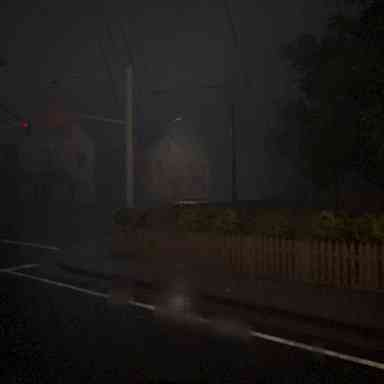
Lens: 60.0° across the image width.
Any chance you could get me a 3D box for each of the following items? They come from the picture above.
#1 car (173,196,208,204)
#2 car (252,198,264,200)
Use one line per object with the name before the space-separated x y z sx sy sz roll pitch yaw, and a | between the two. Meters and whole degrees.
car | -0.132 1.503 39.283 2.150 2.045 5.566 -1 0 35
car | 10.678 1.848 54.713 1.837 1.490 4.892 -1 -1 35
